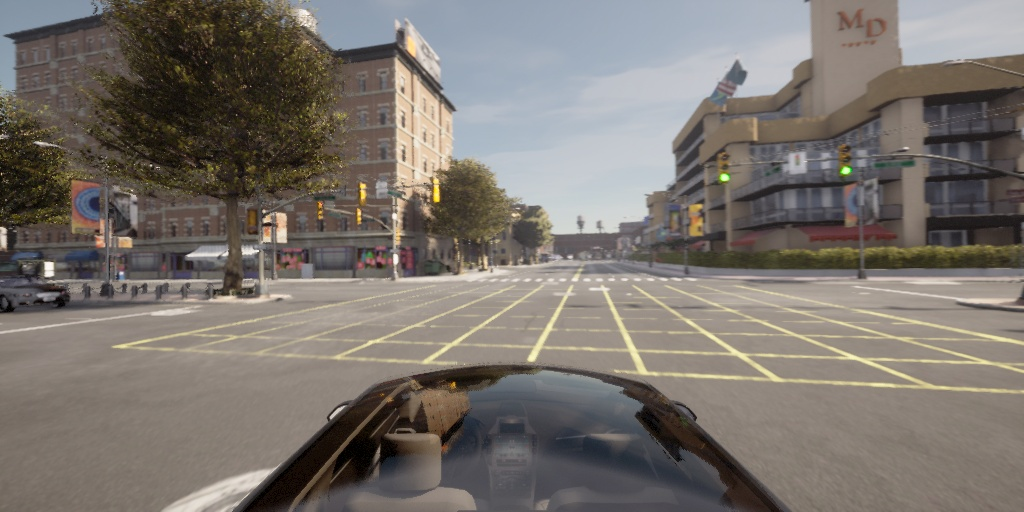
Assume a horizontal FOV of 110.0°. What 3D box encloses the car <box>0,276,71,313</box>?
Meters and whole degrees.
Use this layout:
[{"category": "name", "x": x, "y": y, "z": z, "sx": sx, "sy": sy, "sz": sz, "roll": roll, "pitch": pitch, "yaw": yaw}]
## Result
[{"category": "car", "x": -22.943, "y": 1.693, "z": 16.451, "sx": 4.902, "sy": 1.511, "sz": 2.128, "roll": -1, "pitch": 0, "yaw": 12}]
